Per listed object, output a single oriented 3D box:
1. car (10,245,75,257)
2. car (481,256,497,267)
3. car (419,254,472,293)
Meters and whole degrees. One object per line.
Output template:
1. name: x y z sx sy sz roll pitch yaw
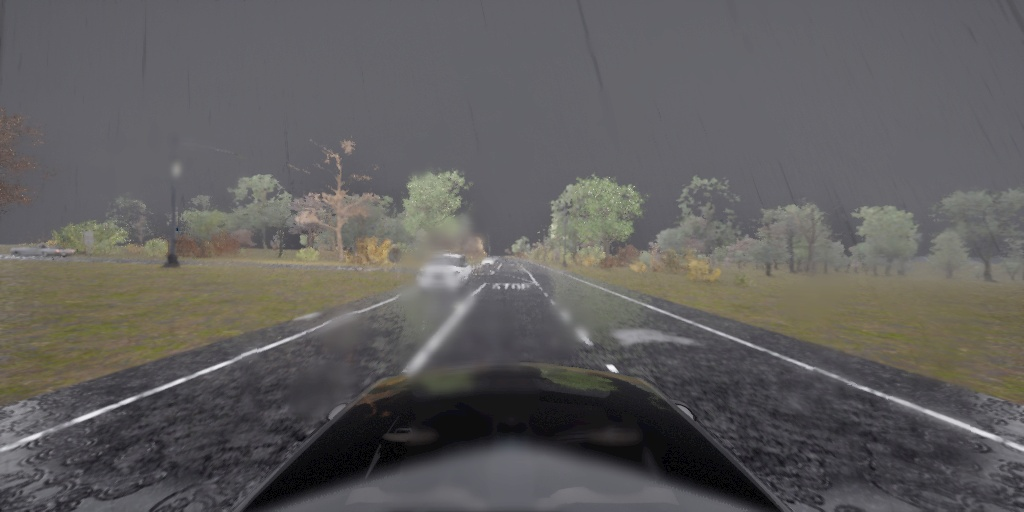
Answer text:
1. car: -49.438 -0.549 37.783 4.718 1.301 1.895 2 0 0
2. car: -3.688 0.995 55.720 1.812 1.442 4.674 0 0 0
3. car: -3.534 0.927 20.009 2.150 2.045 5.566 0 0 0
